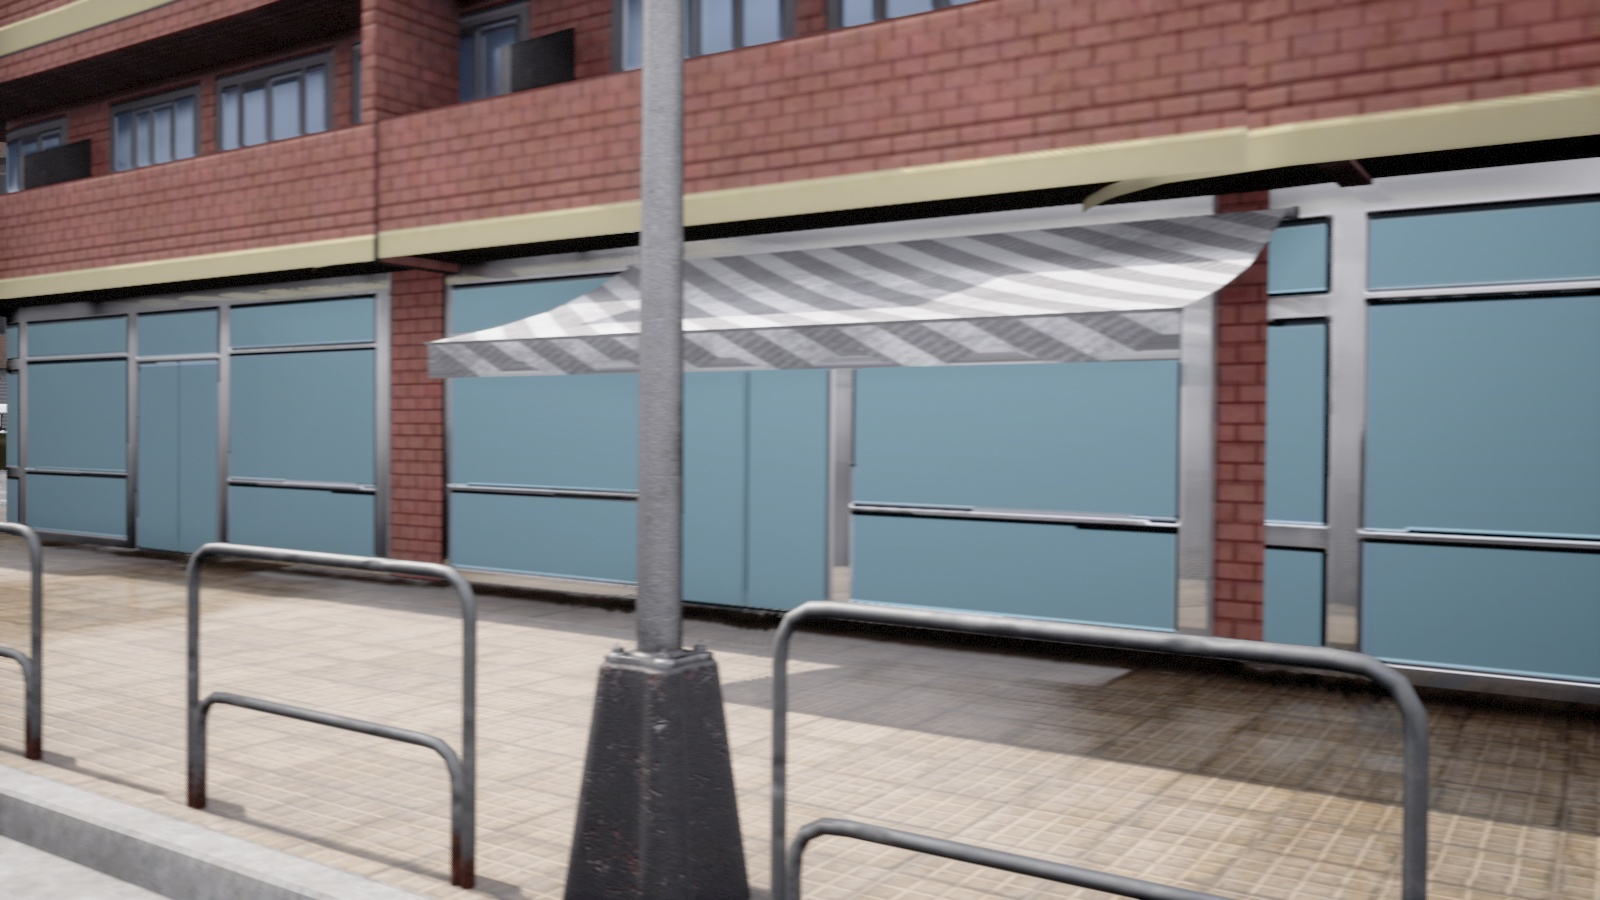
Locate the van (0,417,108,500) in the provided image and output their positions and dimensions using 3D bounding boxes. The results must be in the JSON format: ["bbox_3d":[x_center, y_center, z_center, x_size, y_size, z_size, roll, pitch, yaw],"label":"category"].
[{"bbox_3d":[-20.285,0.205,31.684,2.069,2.038,4.480,0,1,34],"label":"van"}]
